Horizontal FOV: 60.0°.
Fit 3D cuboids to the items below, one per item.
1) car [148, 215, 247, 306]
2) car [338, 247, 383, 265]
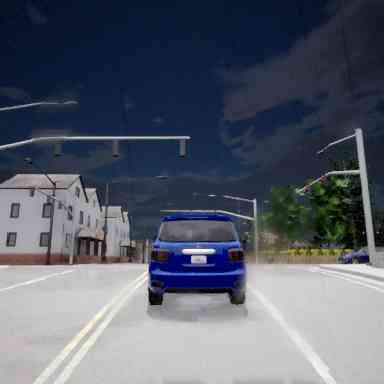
[{"bbox_3d":[0.074,1.751,9.214,2.150,2.045,5.566,0,-7,-1],"label":"car"},{"bbox_3d":[15.412,5.657,29.602,4.553,1.767,2.097,0,-12,1],"label":"car"}]
